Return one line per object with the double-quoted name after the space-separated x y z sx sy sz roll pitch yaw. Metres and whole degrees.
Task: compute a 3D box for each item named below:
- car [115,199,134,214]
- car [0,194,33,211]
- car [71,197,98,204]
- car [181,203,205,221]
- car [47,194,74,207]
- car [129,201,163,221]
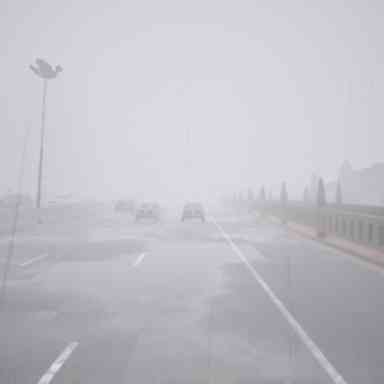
-6.913 1.519 35.605 2.128 1.511 4.902 0 0 0 "car"
-21.105 1.250 39.609 2.150 2.045 5.566 0 0 0 "car"
-14.101 1.581 45.219 2.033 1.411 5.357 0 0 0 "car"
0.090 1.568 26.996 2.033 1.411 5.357 0 0 0 "car"
-17.597 1.254 45.165 2.150 2.045 5.566 0 0 0 "car"
-3.411 1.568 27.044 2.033 1.411 5.357 0 0 0 "car"
